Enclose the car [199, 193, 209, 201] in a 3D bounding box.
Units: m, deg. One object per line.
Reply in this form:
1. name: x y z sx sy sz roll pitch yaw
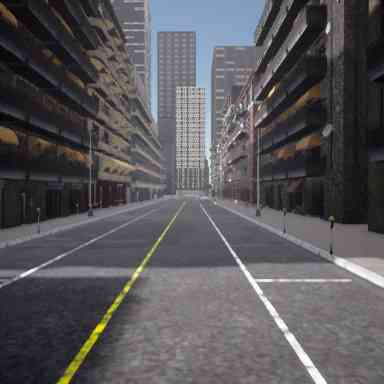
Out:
1. car: 2.999 1.262 80.522 2.150 2.045 5.566 0 0 0
